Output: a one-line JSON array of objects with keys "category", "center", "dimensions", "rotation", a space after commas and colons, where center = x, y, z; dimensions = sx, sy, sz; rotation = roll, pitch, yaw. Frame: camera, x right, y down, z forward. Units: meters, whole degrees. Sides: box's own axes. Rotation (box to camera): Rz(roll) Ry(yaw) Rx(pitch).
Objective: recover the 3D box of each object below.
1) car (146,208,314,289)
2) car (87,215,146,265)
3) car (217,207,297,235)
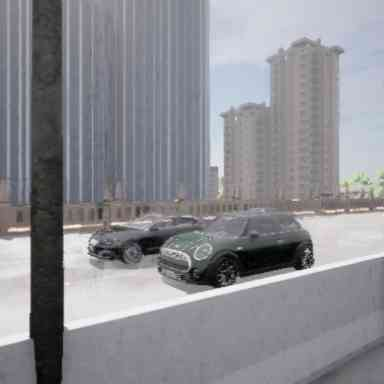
[{"category": "car", "center": [1.314, 1.353, 9.228], "dimensions": [4.553, 1.767, 2.097], "rotation": [0, 0, -35]}, {"category": "car", "center": [-1.141, 1.492, 11.776], "dimensions": [4.902, 1.511, 2.128], "rotation": [0, 0, -35]}, {"category": "car", "center": [3.925, 1.604, 19.687], "dimensions": [4.718, 1.301, 1.895], "rotation": [0, 0, -35]}]
